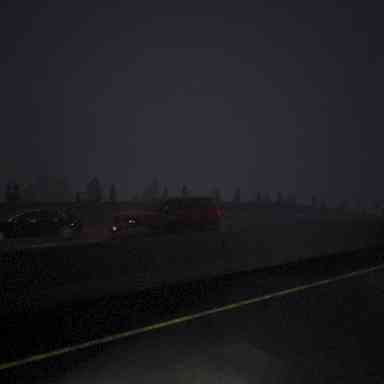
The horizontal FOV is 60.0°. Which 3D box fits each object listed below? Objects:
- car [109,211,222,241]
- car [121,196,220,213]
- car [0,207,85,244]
[{"bbox_3d":[-0.844,1.579,11.979,4.181,1.385,1.994,0,0,-35],"label":"car"},{"bbox_3d":[-1.111,1.243,16.087,5.566,2.045,2.150,0,0,-35],"label":"car"},{"bbox_3d":[-7.639,1.514,15.736,4.892,1.490,1.837,1,0,-35],"label":"car"}]
